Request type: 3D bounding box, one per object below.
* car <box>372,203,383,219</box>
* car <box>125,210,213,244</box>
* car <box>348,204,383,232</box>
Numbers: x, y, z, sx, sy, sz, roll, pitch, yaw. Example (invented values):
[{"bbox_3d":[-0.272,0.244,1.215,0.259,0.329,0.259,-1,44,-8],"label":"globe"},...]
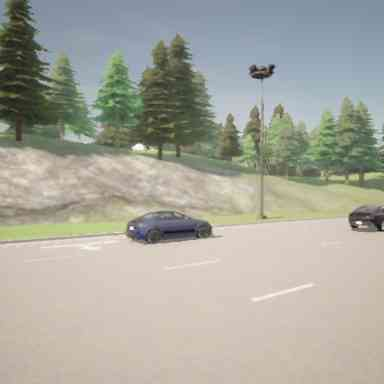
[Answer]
[{"bbox_3d":[18.312,1.647,29.827,4.718,1.301,1.895,0,0,-35],"label":"car"},{"bbox_3d":[-1.047,1.575,15.899,4.181,1.385,1.994,0,0,-35],"label":"car"},{"bbox_3d":[11.625,1.535,20.638,4.892,1.490,1.837,0,0,-35],"label":"car"}]
